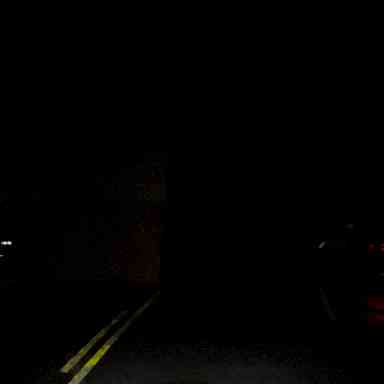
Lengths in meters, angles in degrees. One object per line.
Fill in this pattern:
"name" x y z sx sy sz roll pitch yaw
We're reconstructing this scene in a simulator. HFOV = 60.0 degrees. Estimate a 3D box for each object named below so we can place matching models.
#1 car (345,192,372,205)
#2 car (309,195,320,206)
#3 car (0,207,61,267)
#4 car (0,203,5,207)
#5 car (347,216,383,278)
"car" 21.915 0.927 44.575 5.566 2.045 2.150 0 0 -36
"car" 15.941 1.147 44.328 5.008 1.535 1.882 0 1 -39
"car" -4.971 1.352 11.143 2.128 1.511 4.902 0 1 19
"car" -8.387 1.188 11.615 2.097 1.767 4.553 1 1 18
"car" 5.680 1.418 9.594 1.882 1.535 5.008 0 0 20
